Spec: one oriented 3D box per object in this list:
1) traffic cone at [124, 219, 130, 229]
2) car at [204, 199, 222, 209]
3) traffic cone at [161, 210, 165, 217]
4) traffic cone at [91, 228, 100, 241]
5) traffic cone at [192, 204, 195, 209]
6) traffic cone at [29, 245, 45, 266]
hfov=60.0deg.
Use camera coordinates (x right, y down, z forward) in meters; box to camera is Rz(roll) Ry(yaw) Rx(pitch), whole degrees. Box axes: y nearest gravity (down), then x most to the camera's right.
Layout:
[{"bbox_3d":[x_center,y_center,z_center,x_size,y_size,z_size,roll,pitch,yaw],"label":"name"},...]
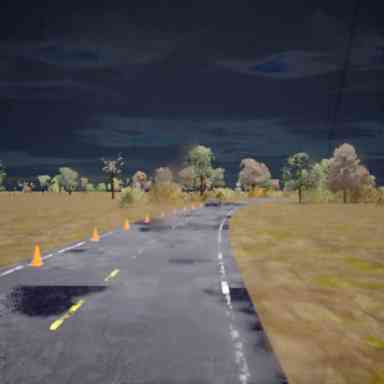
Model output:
[{"bbox_3d":[-3.996,1.964,20.417,0.340,0.580,0.340,0,0,6],"label":"traffic cone"},{"bbox_3d":[3.013,1.620,46.778,1.895,1.301,4.718,0,0,13],"label":"car"},{"bbox_3d":[-2.693,1.965,30.464,0.340,0.580,0.340,0,0,9],"label":"traffic cone"},{"bbox_3d":[-4.462,1.961,15.372,0.340,0.580,0.340,0,0,5],"label":"traffic cone"},{"bbox_3d":[0.184,1.968,45.385,0.340,0.580,0.340,0,0,13],"label":"traffic cone"},{"bbox_3d":[-4.804,1.957,10.318,0.340,0.580,0.340,0,0,3],"label":"traffic cone"}]
